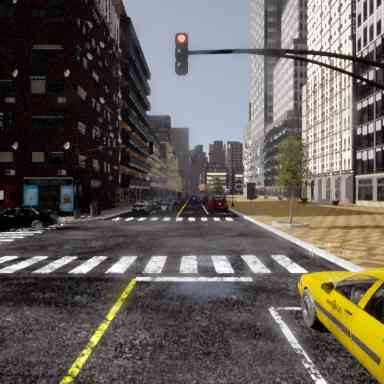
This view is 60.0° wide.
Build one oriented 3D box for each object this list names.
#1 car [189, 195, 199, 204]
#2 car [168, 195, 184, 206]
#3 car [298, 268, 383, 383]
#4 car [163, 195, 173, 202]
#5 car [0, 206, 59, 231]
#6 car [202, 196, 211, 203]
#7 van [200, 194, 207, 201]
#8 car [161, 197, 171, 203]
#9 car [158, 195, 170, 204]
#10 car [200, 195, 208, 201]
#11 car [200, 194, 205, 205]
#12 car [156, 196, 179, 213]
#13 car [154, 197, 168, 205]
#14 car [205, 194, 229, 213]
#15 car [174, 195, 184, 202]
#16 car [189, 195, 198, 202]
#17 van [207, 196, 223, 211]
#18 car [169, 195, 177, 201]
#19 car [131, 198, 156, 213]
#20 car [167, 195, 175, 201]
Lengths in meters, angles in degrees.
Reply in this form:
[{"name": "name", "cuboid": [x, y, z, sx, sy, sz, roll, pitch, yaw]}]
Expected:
[{"name": "car", "cuboid": [0.398, 1.404, 66.684, 2.097, 1.767, 4.553, 0, 0, 0]}, {"name": "car", "cuboid": [-2.857, 1.578, 53.507, 2.033, 1.411, 5.357, 0, 0, 0]}, {"name": "car", "cuboid": [2.704, 1.525, 4.133, 1.752, 1.417, 4.829, 0, 0, 0]}, {"name": "car", "cuboid": [-5.360, 1.507, 75.098, 1.967, 1.590, 4.097, 0, 0, 0]}, {"name": "car", "cuboid": [-10.991, 1.658, 20.939, 4.892, 1.490, 1.837, -1, 3, -10]}, {"name": "car", "cuboid": [2.996, 1.602, 69.534, 1.887, 1.381, 4.507, 0, 0, 0]}, {"name": "van", "cuboid": [3.094, 1.441, 91.640, 1.690, 1.788, 3.998, 0, 0, 0]}, {"name": "car", "cuboid": [-5.384, 1.639, 69.572, 1.802, 1.307, 4.206, 0, 0, 0]}, {"name": "car", "cuboid": [-5.409, 1.488, 64.045, 1.967, 1.590, 4.097, 0, 0, 0]}, {"name": "car", "cuboid": [3.072, 1.613, 86.284, 1.752, 1.417, 4.829, 0, 0, 0]}, {"name": "car", "cuboid": [2.946, 1.354, 58.481, 2.192, 1.841, 5.009, 0, 0, 0]}, {"name": "car", "cuboid": [-2.933, 1.504, 37.250, 2.128, 1.511, 4.902, 0, 0, 0]}, {"name": "car", "cuboid": [-5.433, 1.584, 58.518, 1.887, 1.381, 4.507, 0, 0, 0]}, {"name": "car", "cuboid": [2.847, 1.327, 36.375, 2.192, 1.841, 5.009, 0, 0, 0]}, {"name": "car", "cuboid": [-2.690, 1.313, 69.357, 1.882, 1.535, 5.008, 0, 0, 0]}, {"name": "car", "cuboid": [0.346, 1.569, 76.579, 1.837, 1.490, 4.892, 0, 0, 0]}, {"name": "van", "cuboid": [2.872, 1.358, 41.901, 1.690, 1.788, 3.998, 0, 0, 0]}, {"name": "car", "cuboid": [-5.285, 1.644, 91.677, 1.887, 1.381, 4.507, 0, 0, 0]}, {"name": "car", "cuboid": [-5.531, 1.563, 36.412, 2.008, 1.369, 4.403, 0, 0, 0]}, {"name": "car", "cuboid": [-5.310, 1.613, 85.982, 1.752, 1.417, 4.829, 0, 0, 0]}]
